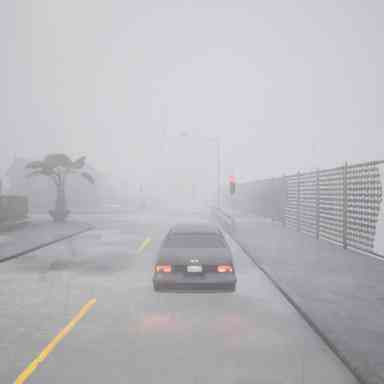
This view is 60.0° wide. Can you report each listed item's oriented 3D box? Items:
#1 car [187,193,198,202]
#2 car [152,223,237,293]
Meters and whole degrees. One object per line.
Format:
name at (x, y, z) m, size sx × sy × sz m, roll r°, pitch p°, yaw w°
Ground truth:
car at (0.080, 1.225, 73.349) m, size 2.150 × 2.045 × 5.566 m, roll 0°, pitch 0°, yaw 0°
car at (0.072, 1.547, 8.996) m, size 2.033 × 1.411 × 5.357 m, roll 0°, pitch 0°, yaw 1°
